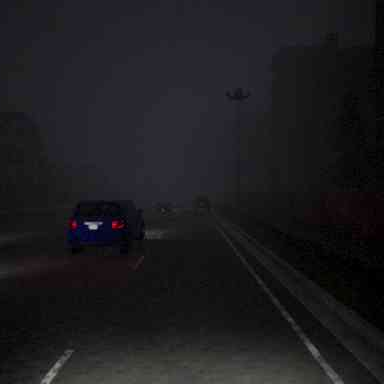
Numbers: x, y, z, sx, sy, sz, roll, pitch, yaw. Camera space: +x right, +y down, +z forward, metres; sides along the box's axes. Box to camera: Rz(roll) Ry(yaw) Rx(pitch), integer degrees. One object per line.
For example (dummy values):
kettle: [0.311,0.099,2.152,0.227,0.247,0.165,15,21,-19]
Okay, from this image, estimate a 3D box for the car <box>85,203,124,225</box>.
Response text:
car: [-6.903,1.674,26.749,1.837,1.490,4.892,0,0,0]

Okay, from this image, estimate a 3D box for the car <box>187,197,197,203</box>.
car: [-0.008,1.893,79.018,2.128,1.511,4.902,0,0,0]

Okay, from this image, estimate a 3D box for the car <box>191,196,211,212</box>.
car: [1.221,1.496,43.012,2.150,2.045,5.566,0,0,0]

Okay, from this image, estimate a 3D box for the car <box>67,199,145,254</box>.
car: [-3.400,1.312,14.123,2.150,2.045,5.566,0,0,0]

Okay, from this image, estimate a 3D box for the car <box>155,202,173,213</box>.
car: [-3.404,1.864,41.546,1.895,1.301,4.718,0,0,0]

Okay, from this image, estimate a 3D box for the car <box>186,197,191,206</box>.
car: [-0.006,1.932,64.018,1.812,1.442,4.674,0,0,0]
